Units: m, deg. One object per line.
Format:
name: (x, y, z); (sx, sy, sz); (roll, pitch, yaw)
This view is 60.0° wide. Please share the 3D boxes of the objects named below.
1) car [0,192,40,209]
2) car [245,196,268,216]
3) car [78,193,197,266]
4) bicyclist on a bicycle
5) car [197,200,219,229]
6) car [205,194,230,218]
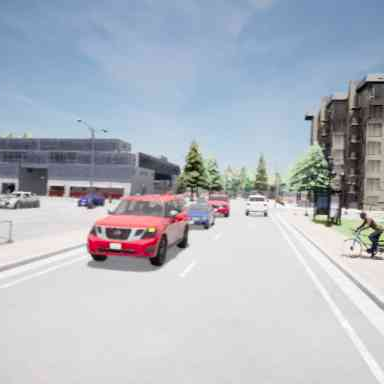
car: (-15.299, 0.745, 29.388); (1.970, 1.475, 3.806); (2, 0, 12)
car: (6.857, 1.419, 35.281); (2.150, 2.045, 5.566); (2, 0, 11)
car: (-1.539, 1.140, 11.763); (2.150, 2.045, 5.566); (2, 0, 11)
bicyclist on a bicycle: (6.010, 1.509, 11.414); (1.656, 1.620, 0.582); (2, 0, 11)
car: (0.403, 1.501, 21.619); (1.812, 1.442, 4.674); (2, 0, 11)
car: (2.486, 1.257, 31.943); (2.150, 2.045, 5.566); (2, 0, 9)
